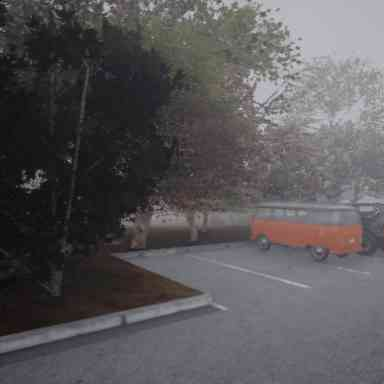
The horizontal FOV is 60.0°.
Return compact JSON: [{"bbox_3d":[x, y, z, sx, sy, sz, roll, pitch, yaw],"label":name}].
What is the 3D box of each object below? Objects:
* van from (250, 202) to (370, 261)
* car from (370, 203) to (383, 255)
[{"bbox_3d":[4.236,1.434,13.215,1.878,1.987,4.442,2,-1,-35],"label":"van"},{"bbox_3d":[6.644,1.476,14.819,2.435,2.045,5.566,2,-1,-35],"label":"car"}]
